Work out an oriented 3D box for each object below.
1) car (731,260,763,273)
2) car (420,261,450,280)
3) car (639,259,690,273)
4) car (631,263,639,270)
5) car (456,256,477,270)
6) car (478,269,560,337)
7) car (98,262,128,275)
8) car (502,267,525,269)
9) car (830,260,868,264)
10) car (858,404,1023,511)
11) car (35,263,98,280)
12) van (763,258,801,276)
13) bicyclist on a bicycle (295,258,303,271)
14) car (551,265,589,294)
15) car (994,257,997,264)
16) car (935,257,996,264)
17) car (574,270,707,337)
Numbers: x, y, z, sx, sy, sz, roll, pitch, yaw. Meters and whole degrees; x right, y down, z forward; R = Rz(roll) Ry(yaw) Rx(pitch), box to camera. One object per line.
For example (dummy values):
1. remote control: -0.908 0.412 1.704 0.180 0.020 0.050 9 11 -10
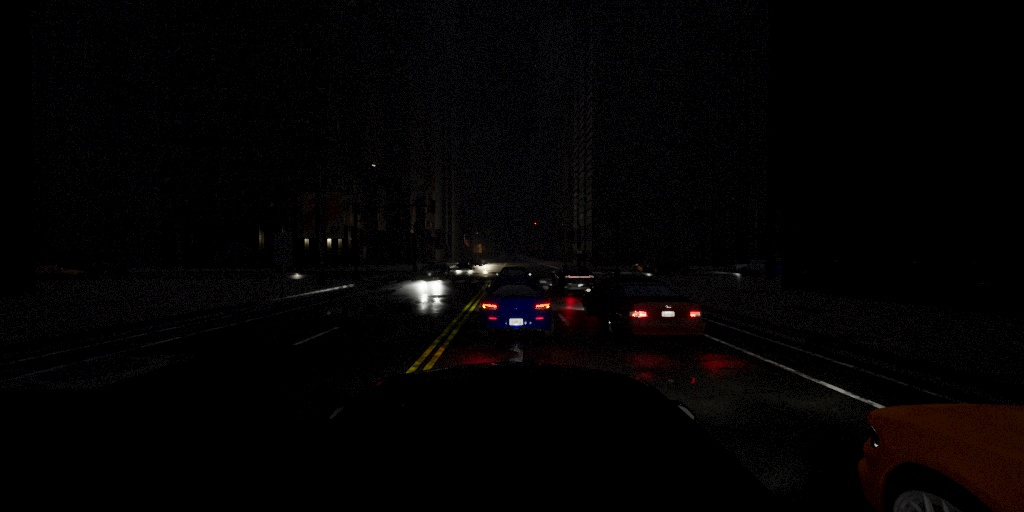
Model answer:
1. car: 27.642 1.184 41.095 4.674 1.442 1.812 0 1 0
2. car: -6.605 1.220 31.234 2.128 1.511 4.902 0 0 0
3. car: 17.703 1.148 41.164 5.008 1.535 1.882 0 1 0
4. car: 16.672 1.071 43.843 4.097 1.591 1.967 0 0 0
5. car: -6.603 1.068 50.902 2.097 1.767 4.553 0 0 0
6. car: 0.089 1.272 10.132 1.812 1.442 4.674 0 0 0
7. car: -46.437 1.364 40.692 4.507 1.381 1.888 0 0 0
8. car: 0.088 1.286 19.706 2.033 1.411 5.357 0 0 0
9. car: 32.952 1.321 35.231 4.207 1.307 1.802 0 0 0
10. car: 3.350 1.228 0.407 1.882 1.535 5.008 0 0 0
11. car: -40.841 1.451 32.172 4.829 1.417 1.751 0 0 0
12. van: 27.510 1.086 35.260 3.998 1.789 1.690 0 0 0
13. bicyclist on a bicycle: -25.898 1.003 43.563 0.582 1.620 1.656 0 1 0
14. car: 3.340 1.230 19.980 2.128 1.511 4.902 0 0 0
15. car: 49.272 1.046 35.143 5.009 1.841 2.192 0 0 0
16. car: 43.831 1.169 35.172 4.097 1.591 1.967 0 0 0
17. car: 3.347 1.294 10.232 2.033 1.411 5.357 0 0 0
